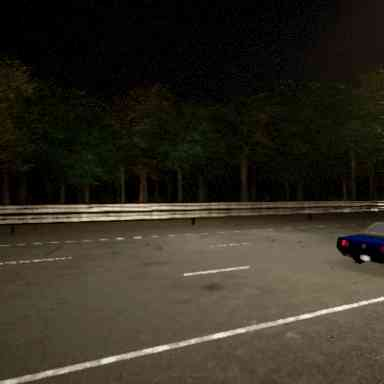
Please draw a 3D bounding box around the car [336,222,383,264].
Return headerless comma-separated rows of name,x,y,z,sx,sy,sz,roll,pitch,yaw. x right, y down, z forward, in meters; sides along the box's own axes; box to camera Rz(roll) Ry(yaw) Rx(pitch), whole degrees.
car,6.834,1.569,10.301,4.718,1.301,1.895,0,0,-27
